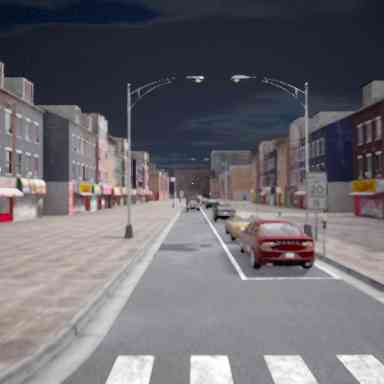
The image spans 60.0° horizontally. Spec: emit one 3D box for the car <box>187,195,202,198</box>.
[{"bbox_3d":[0.110,1.583,54.020,2.150,2.045,5.566,0,0,0],"label":"car"}]

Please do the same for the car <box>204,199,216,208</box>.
[{"bbox_3d":[3.039,1.893,56.372,1.812,1.442,4.674,0,0,0],"label":"car"}]

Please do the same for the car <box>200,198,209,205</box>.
[{"bbox_3d":[2.659,2.096,73.677,1.802,1.307,4.206,0,-1,0],"label":"car"}]

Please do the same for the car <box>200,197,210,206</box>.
[{"bbox_3d":[2.656,1.906,67.998,1.967,1.590,4.097,0,0,0],"label":"car"}]

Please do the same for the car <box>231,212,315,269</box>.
[{"bbox_3d":[2.640,1.586,11.203,1.887,1.381,4.507,0,0,0],"label":"car"}]

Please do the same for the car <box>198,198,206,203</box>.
[{"bbox_3d":[2.663,2.229,90.714,2.008,1.369,4.403,0,-1,0],"label":"car"}]

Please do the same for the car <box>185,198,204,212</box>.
[{"bbox_3d":[0.108,1.825,43.874,2.033,1.411,5.357,0,0,-1],"label":"car"}]

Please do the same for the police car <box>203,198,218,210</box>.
[{"bbox_3d":[3.022,1.735,49.483,1.930,1.638,5.238,0,0,0],"label":"police car"}]

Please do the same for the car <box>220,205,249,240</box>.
[{"bbox_3d":[2.641,1.601,17.052,1.752,1.417,4.829,0,0,0],"label":"car"}]

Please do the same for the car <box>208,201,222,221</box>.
[{"bbox_3d":[2.644,1.714,28.241,1.947,1.339,4.313,0,0,0],"label":"car"}]
